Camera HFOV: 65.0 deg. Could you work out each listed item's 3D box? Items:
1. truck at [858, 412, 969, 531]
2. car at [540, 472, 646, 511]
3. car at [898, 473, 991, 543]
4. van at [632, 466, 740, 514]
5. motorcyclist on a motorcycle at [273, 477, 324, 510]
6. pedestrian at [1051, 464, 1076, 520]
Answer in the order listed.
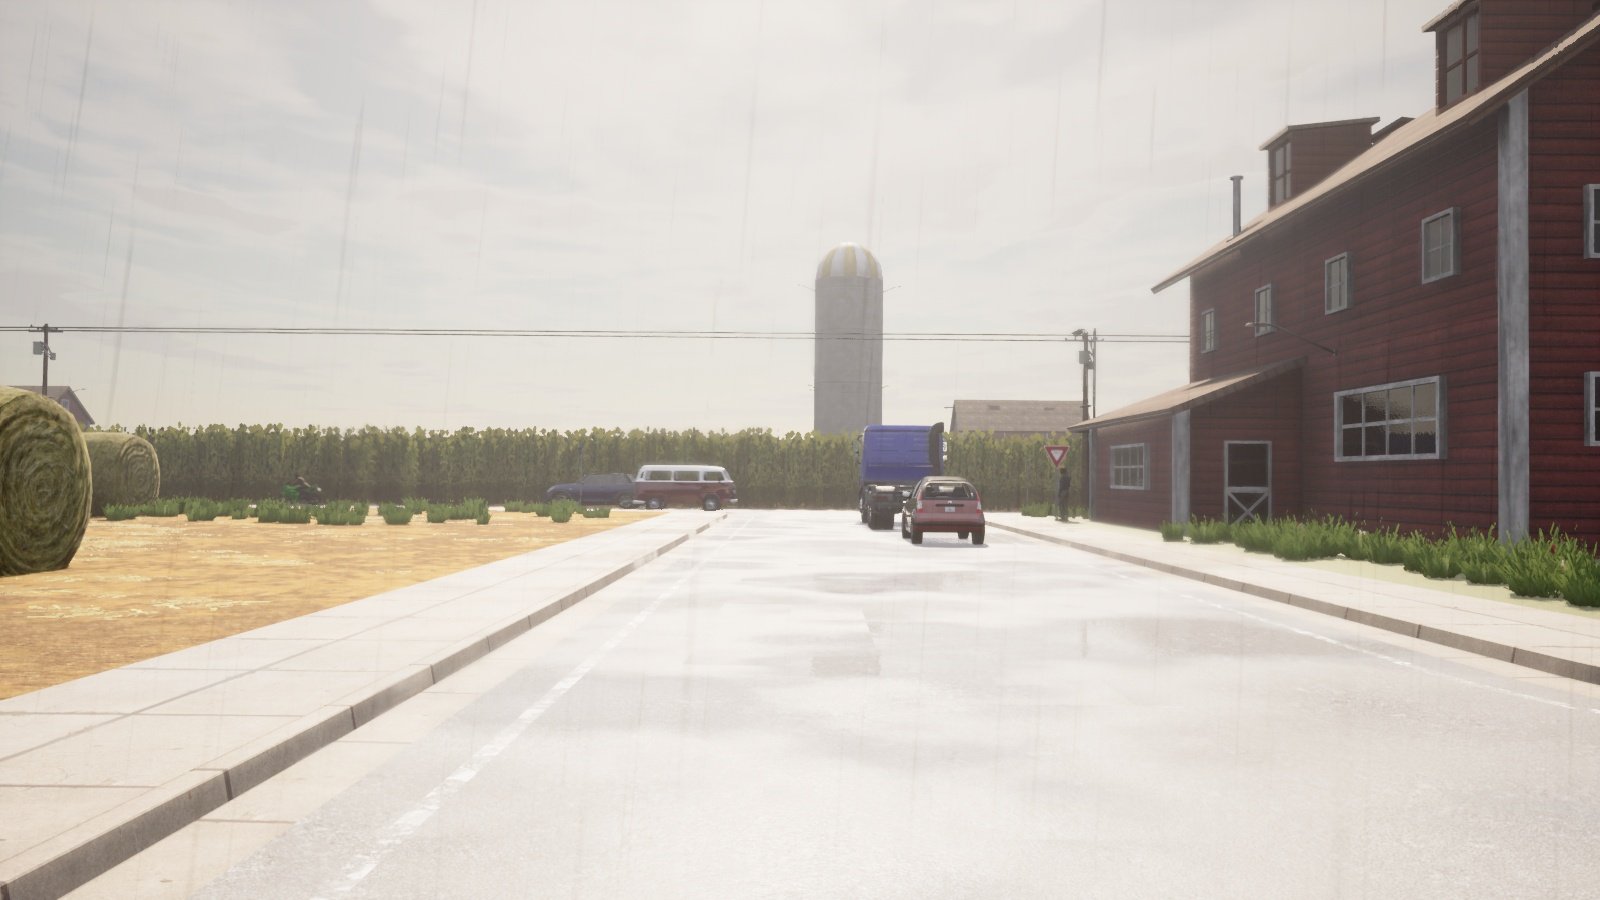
[{"bbox_3d":[3.507,0.709,40.789,2.891,3.462,7.936,0,-1,0],"label":"truck"},{"bbox_3d":[-9.577,1.923,58.358,4.553,1.767,2.097,0,-1,2],"label":"car"},{"bbox_3d":[3.507,1.387,31.174,1.851,1.617,3.988,0,-1,0],"label":"car"},{"bbox_3d":[-4.930,1.724,54.778,4.480,2.038,2.069,0,-1,1],"label":"van"},{"bbox_3d":[-23.357,2.027,58.547,2.044,1.523,0.797,0,-1,1],"label":"motorcyclist on a motorcycle"},{"bbox_3d":[8.766,1.382,41.746,0.726,1.835,0.370,-1,-2,41],"label":"pedestrian"}]
